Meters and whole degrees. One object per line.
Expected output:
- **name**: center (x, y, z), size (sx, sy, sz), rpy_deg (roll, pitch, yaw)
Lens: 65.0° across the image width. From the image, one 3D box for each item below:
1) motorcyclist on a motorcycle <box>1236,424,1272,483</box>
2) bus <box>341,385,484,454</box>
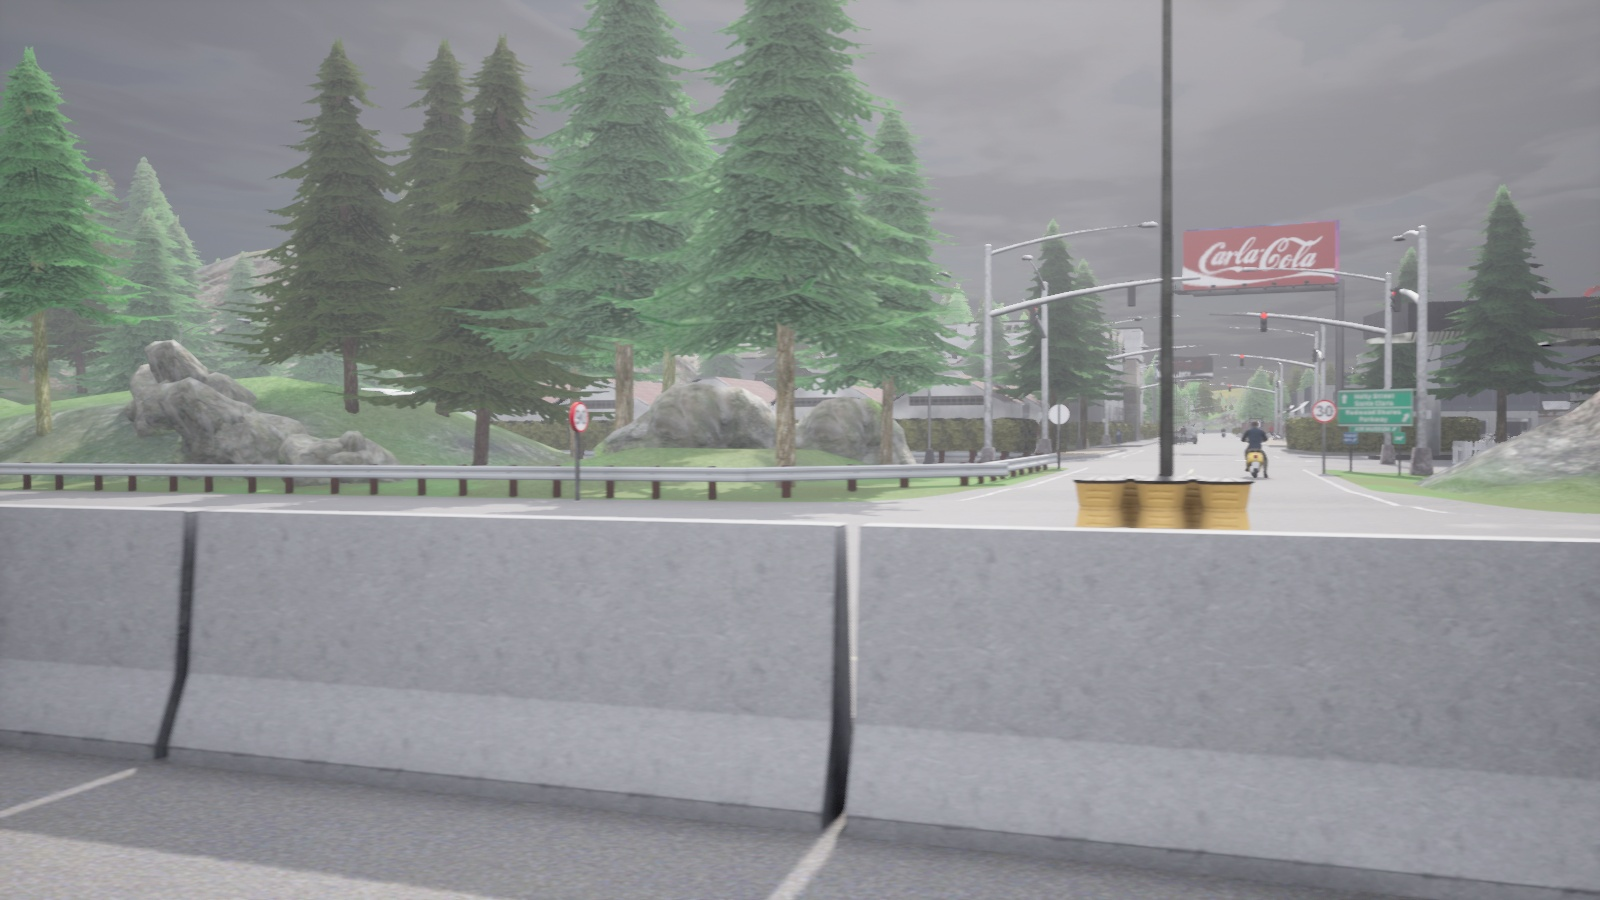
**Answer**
- **motorcyclist on a motorcycle**: center (12.535, 0.075, 34.737), size (0.866, 1.590, 1.817), rpy_deg (1, 1, 18)
- **bus**: center (-25.423, -1.997, 83.186), size (3.944, 4.253, 10.273), rpy_deg (0, 1, 17)
